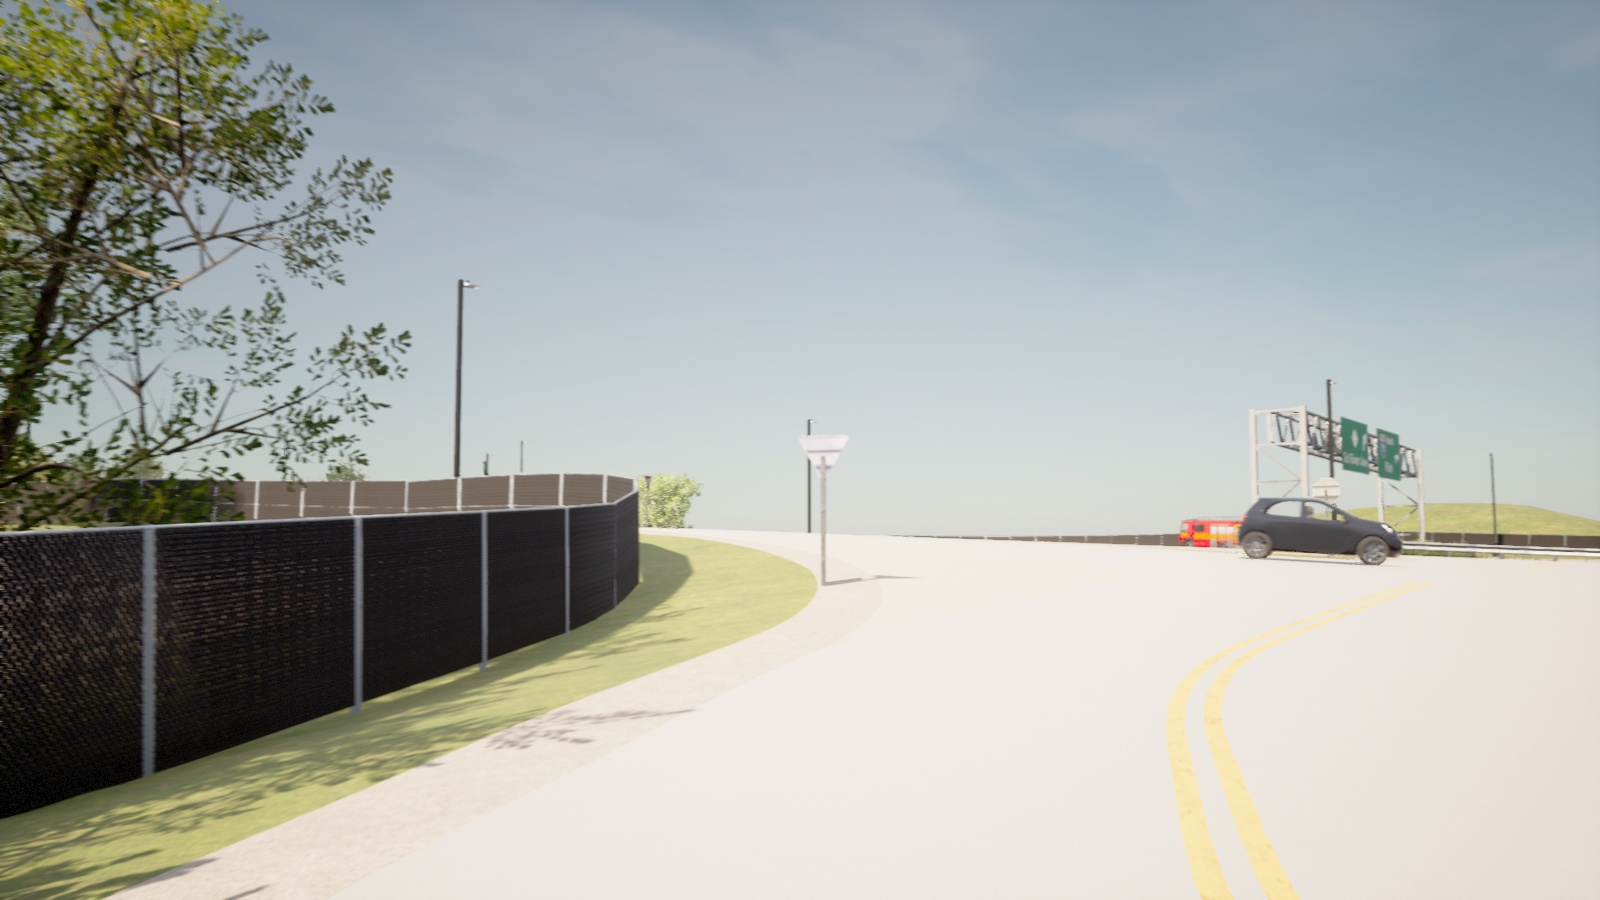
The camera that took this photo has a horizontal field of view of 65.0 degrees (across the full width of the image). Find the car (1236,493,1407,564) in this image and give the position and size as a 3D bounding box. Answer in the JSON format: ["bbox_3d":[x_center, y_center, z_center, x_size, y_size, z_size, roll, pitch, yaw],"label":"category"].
[{"bbox_3d":[12.363,1.845,29.897,3.633,1.501,1.845,1,-3,22],"label":"car"}]
